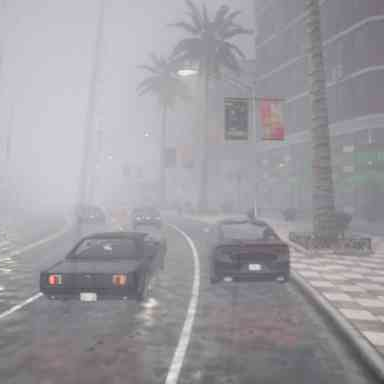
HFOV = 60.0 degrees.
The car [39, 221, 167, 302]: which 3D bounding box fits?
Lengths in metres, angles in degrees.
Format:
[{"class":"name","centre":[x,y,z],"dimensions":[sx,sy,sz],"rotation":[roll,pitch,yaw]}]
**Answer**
[{"class":"car","centre":[-1.789,1.653,8.367],"dimensions":[1.895,1.301,4.718],"rotation":[-1,0,3]}]

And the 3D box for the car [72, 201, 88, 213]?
[{"class":"car","centre":[-13.220,1.774,39.877],"dimensions":[1.882,1.535,5.008],"rotation":[-1,0,-22]}]

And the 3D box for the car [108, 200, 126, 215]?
[{"class":"car","centre":[-8.276,1.688,36.684],"dimensions":[1.801,1.575,5.366],"rotation":[-1,0,-22]}]

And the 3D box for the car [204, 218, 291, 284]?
[{"class":"car","centre":[1.407,1.501,9.739],"dimensions":[1.882,1.535,5.008],"rotation":[-1,0,1]}]

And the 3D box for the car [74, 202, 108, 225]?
[{"class":"car","centre":[-7.914,1.750,26.003],"dimensions":[1.994,1.385,4.181],"rotation":[0,0,-18]}]

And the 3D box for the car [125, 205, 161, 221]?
[{"class":"car","centre":[-3.247,1.671,22.747],"dimensions":[2.033,1.411,5.357],"rotation":[-1,0,-13]}]
